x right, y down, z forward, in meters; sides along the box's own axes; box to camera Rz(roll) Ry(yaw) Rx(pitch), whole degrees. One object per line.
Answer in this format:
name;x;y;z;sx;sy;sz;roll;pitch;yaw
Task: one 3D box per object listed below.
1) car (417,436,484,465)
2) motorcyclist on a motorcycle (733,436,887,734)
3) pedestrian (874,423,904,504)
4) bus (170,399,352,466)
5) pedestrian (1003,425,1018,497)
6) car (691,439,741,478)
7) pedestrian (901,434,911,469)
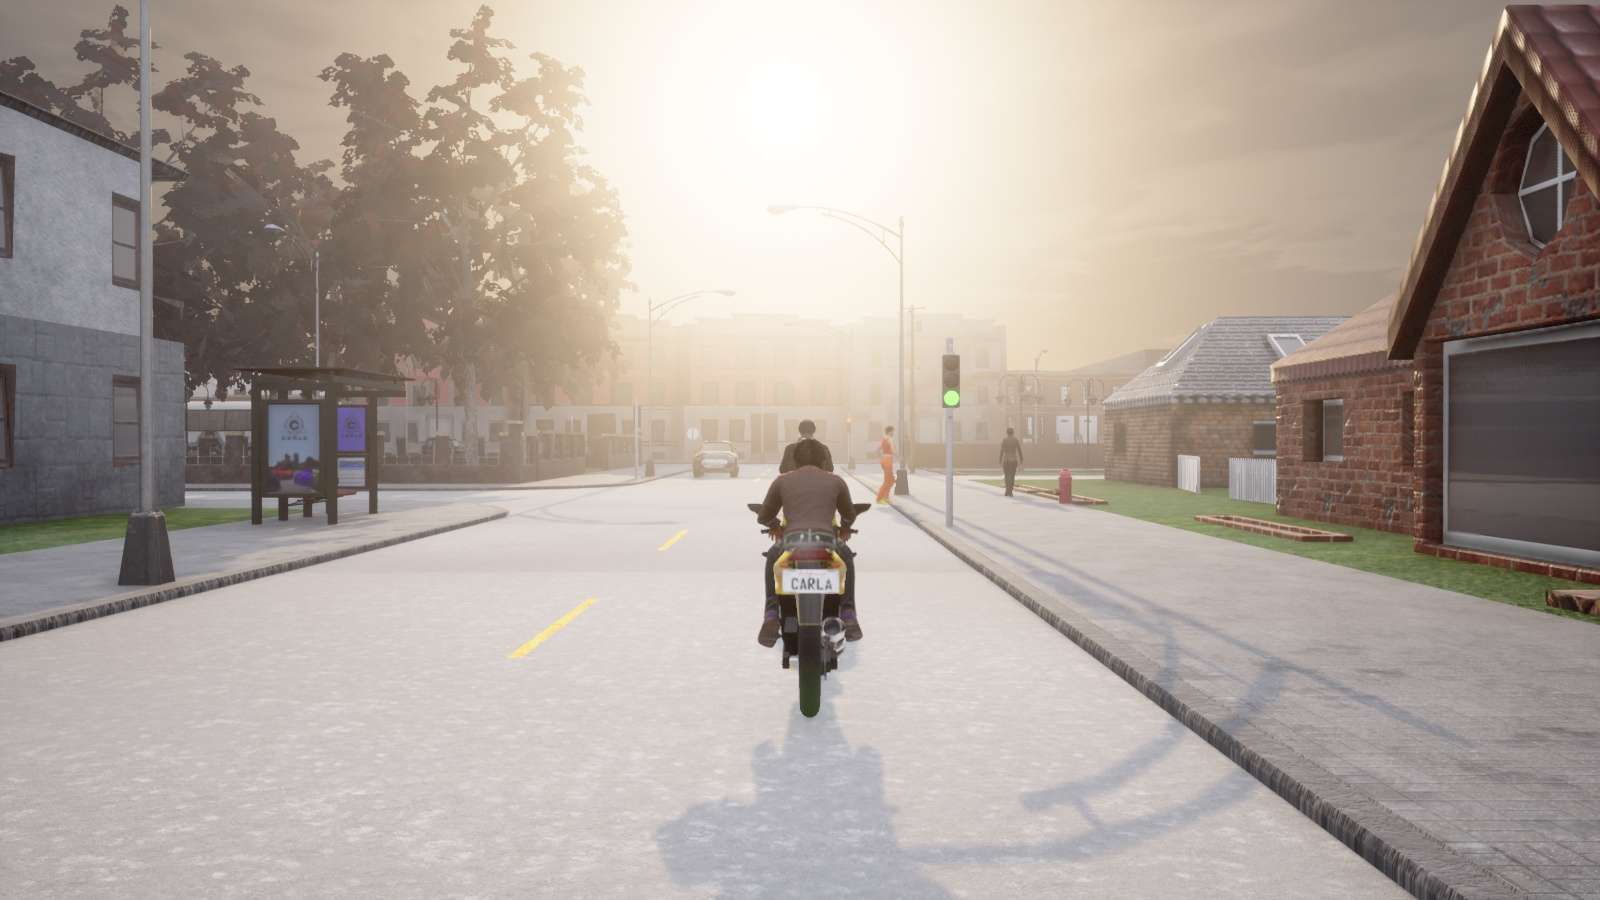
car;-22.915;0.058;82.453;3.866;1.878;1.905;0;0;1
motorcyclist on a motorcycle;0.056;0.688;7.529;0.797;1.523;2.044;0;1;0
pedestrian;2.034;0.308;28.642;0.594;1.836;0.345;0;0;-20
bus;-35.270;-1.124;82.490;10.273;4.253;3.944;0;0;1
pedestrian;5.371;0.268;32.033;0.328;1.805;0.869;0;0;6
car;-3.748;0.354;56.532;2.033;1.649;4.856;0;0;-1
pedestrian;5.642;0.066;66.933;0.431;1.840;0.703;0;0;-6
